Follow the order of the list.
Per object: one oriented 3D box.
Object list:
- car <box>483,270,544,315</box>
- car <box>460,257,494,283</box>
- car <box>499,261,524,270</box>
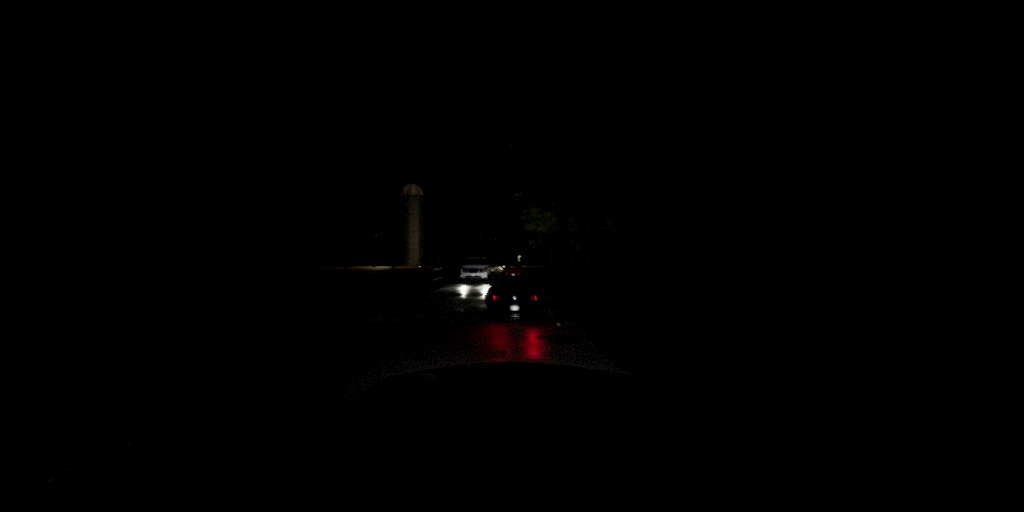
[{"bbox_3d":[0.093,1.369,13.641,1.895,1.301,4.718,0,0,0],"label":"car"},{"bbox_3d":[-2.860,1.059,29.139,2.150,2.045,5.566,0,-1,0],"label":"car"},{"bbox_3d":[0.086,1.374,31.416,1.812,1.442,4.674,0,0,0],"label":"car"}]
